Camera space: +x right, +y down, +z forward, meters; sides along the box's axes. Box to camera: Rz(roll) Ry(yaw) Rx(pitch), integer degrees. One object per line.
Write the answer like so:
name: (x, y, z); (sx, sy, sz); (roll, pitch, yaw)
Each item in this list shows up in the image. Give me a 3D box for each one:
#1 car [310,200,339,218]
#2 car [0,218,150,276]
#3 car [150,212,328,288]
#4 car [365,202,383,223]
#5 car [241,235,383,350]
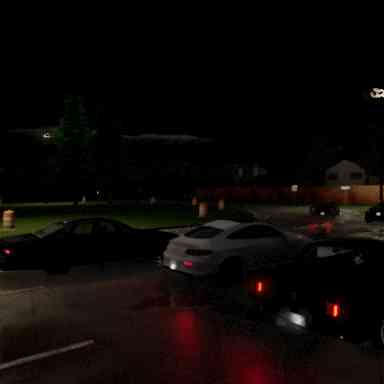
car: (10.918, 1.331, 27.269); (1.895, 1.301, 4.718); (0, 0, 27)
car: (-2.936, 1.509, 10.241); (5.357, 1.411, 2.033); (-1, 0, -35)
car: (1.439, 1.456, 9.056); (4.674, 1.442, 1.812); (-1, 0, -35)
car: (13.117, 1.312, 21.642); (4.181, 1.385, 1.994); (-1, 0, -35)
car: (3.336, 1.534, 6.111); (4.718, 1.301, 1.895); (-1, 0, -35)
